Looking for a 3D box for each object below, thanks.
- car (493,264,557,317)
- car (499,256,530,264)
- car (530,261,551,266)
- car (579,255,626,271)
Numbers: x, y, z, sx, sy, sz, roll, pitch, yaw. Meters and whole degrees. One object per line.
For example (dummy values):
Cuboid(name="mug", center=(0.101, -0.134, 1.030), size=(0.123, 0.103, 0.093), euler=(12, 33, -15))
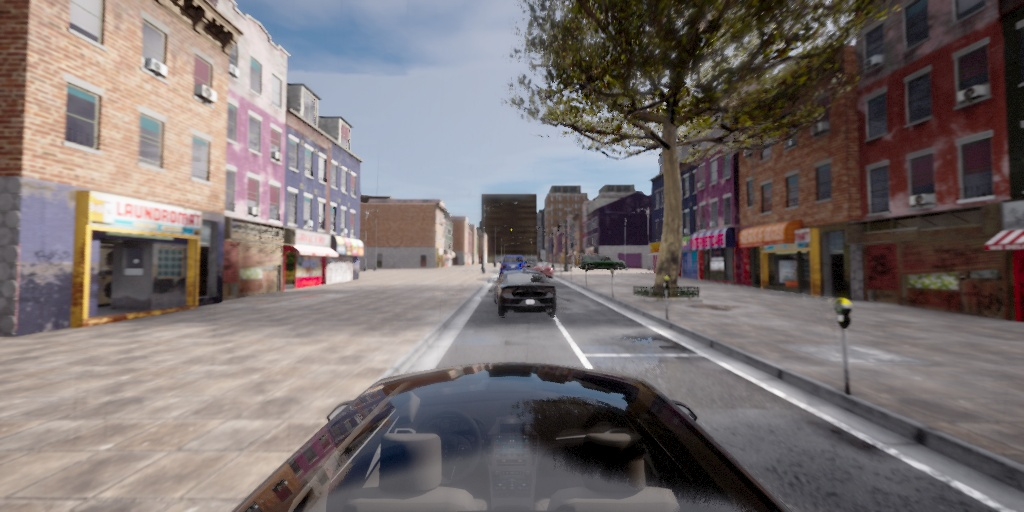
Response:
Cuboid(name="car", center=(0.359, 1.225, 13.207), size=(1.882, 1.535, 5.008), euler=(0, 0, -5))
Cuboid(name="car", center=(0.098, 0.989, 30.064), size=(2.150, 2.045, 5.566), euler=(0, 0, 0))
Cuboid(name="car", center=(2.650, 1.213, 32.523), size=(1.967, 1.591, 4.097), euler=(0, 0, 0))
Cuboid(name="car", center=(11.182, 0.954, 44.433), size=(5.566, 2.045, 2.150), euler=(0, -2, 0))
